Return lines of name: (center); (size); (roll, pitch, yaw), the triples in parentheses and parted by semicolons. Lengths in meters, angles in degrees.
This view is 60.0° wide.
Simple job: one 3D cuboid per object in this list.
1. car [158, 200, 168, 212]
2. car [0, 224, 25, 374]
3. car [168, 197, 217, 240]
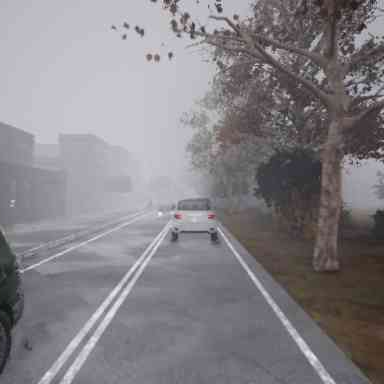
car: (-3.258, 1.739, 43.018); (1.812, 1.442, 4.674); (0, 0, 0)
car: (-3.349, 1.224, 2.266); (2.150, 2.045, 5.566); (0, 0, 0)
car: (0.120, 1.293, 17.632); (2.150, 2.045, 5.566); (0, 0, 0)
